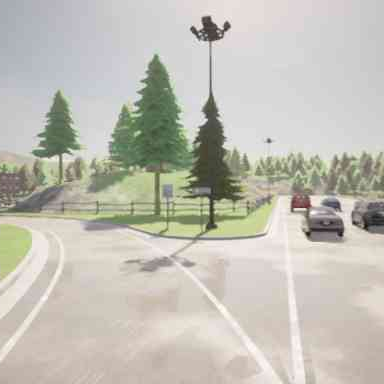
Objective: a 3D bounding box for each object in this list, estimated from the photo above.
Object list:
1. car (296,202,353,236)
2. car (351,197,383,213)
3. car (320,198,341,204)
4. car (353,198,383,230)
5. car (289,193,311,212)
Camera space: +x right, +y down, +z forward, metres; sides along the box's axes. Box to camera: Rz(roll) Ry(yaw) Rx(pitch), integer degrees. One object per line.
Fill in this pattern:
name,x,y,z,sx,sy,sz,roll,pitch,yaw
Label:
car,7.001,1.518,18.150,2.033,1.411,5.357,0,0,15
car,19.281,1.395,36.881,2.128,1.511,4.902,0,0,15
car,16.319,1.405,39.349,1.882,1.535,5.008,0,0,15
car,11.258,1.295,20.509,2.097,1.767,4.553,0,0,15
car,12.337,1.175,38.027,2.150,2.045,5.566,0,0,15
